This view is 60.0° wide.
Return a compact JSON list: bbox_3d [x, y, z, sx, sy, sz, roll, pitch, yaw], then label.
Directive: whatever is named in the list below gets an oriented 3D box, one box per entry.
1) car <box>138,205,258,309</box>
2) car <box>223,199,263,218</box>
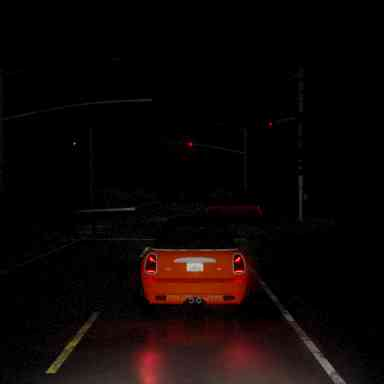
[{"bbox_3d":[0.059,1.352,8.026,2.097,1.767,4.553,0,0,0],"label":"car"},{"bbox_3d":[3.298,1.338,26.344,4.553,1.767,2.097,0,0,13],"label":"car"}]
